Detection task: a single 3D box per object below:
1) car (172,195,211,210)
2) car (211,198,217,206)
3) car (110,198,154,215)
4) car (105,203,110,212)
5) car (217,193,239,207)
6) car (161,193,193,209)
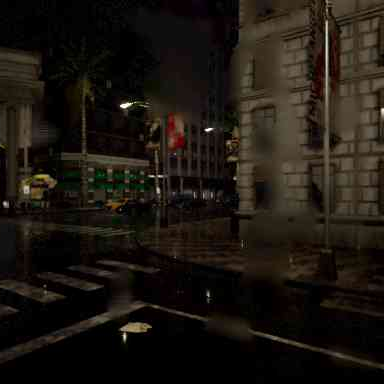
[{"bbox_3d":[-0.012,1.525,42.473,1.812,1.442,4.674,0,0,37],"label":"car"},{"bbox_3d":[4.887,1.353,53.645,4.553,1.767,2.097,0,0,-43],"label":"car"},{"bbox_3d":[-5.918,1.563,34.445,1.994,1.385,4.181,0,0,36],"label":"car"},{"bbox_3d":[-7.599,1.477,38.073,1.882,1.535,5.008,0,0,37],"label":"car"},{"bbox_3d":[6.772,1.221,50.718,5.566,2.045,2.150,0,0,-45],"label":"car"},{"bbox_3d":[-1.797,1.221,45.952,2.150,2.045,5.566,0,0,37],"label":"car"}]
